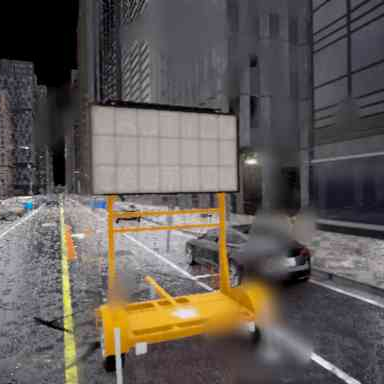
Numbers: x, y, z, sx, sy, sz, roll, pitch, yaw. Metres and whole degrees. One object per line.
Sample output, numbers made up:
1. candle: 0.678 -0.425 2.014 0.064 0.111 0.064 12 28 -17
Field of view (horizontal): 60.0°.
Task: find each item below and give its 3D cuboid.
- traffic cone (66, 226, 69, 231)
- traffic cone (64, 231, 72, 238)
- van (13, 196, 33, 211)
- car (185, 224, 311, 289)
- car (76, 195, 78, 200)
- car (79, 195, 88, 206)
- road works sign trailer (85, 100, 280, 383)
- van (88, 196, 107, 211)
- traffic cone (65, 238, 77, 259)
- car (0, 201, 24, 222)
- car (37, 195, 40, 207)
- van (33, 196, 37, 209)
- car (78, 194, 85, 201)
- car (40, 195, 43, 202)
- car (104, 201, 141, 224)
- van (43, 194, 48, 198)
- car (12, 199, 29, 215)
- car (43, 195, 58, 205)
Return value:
1. traffic cone: -5.605 1.972 15.107 0.340 0.580 0.340 -1 0 -22
2. traffic cone: -4.870 1.968 13.247 0.340 0.580 0.340 -1 0 -22
3. van: -19.149 1.492 37.125 1.690 1.788 3.998 -1 0 -22
4. car: 1.222 1.488 8.789 1.947 1.339 4.313 -1 0 -22
5. car: -21.586 1.601 66.493 1.947 1.339 4.313 -1 0 -22
6. car: -17.439 1.597 56.001 1.802 1.307 4.206 -1 0 -22
7. road works sign trailer: -0.404 0.436 5.337 2.380 3.560 2.880 -1 0 -22
8. van: -11.224 1.325 40.262 1.690 1.788 3.998 -1 0 -22
9. traffic cone: -4.135 1.964 11.387 0.340 0.580 0.340 -1 0 -22
10. car: -14.997 1.681 26.634 2.008 1.369 4.403 -1 0 -22
11. car: -23.294 1.611 47.617 1.967 1.590 4.097 -1 0 -22
12. van: -21.222 1.502 42.370 1.690 1.788 3.998 -1 0 -22
13. car: -19.512 1.607 61.247 1.802 1.307 4.206 -1 0 -22
14. car: -25.370 1.496 52.863 2.192 1.841 5.009 -1 0 -22
15. car: -4.999 1.498 24.526 1.887 1.381 4.507 -1 0 -22
16. van: -33.664 1.562 73.847 1.690 1.788 3.998 -1 0 -22
17. car: -17.009 1.665 31.722 1.752 1.417 4.829 -1 0 -22
18. car: -25.731 1.705 61.315 1.994 1.385 4.181 -1 0 -22
